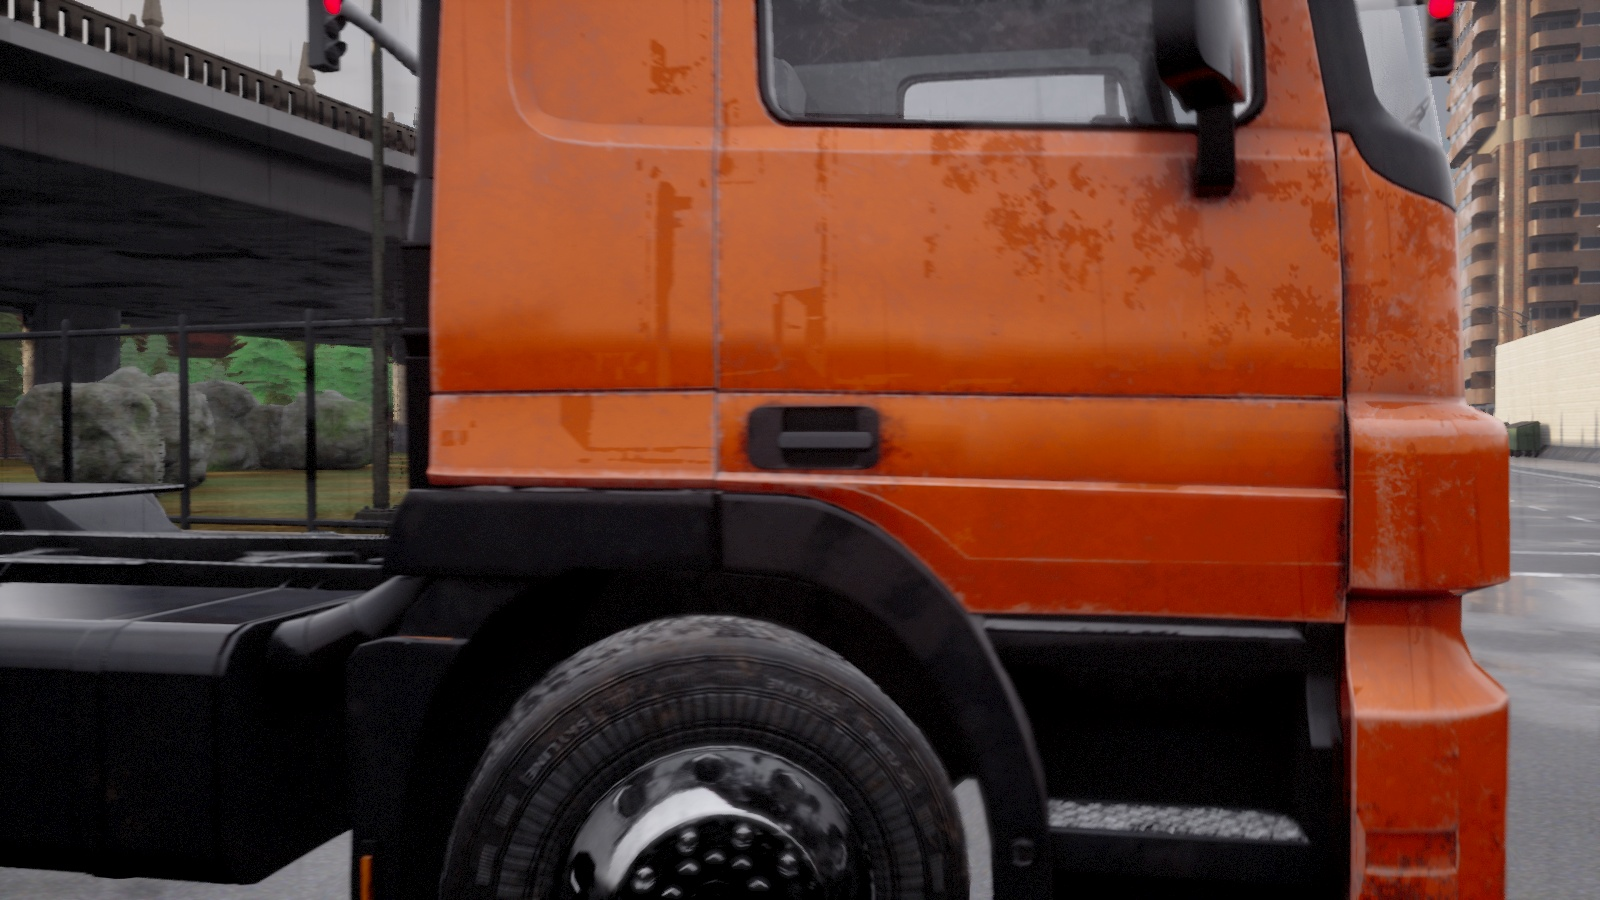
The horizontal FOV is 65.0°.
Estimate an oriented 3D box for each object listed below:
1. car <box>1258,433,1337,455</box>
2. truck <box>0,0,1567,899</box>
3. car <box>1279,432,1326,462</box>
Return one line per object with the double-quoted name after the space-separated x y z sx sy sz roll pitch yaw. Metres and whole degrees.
34.620 -0.423 87.420 4.902 1.511 2.128 0 1 -17 "car"
-2.250 -0.237 4.432 7.936 3.462 2.891 0 1 11 "truck"
27.147 -0.188 67.963 2.128 1.511 4.902 0 1 19 "car"
